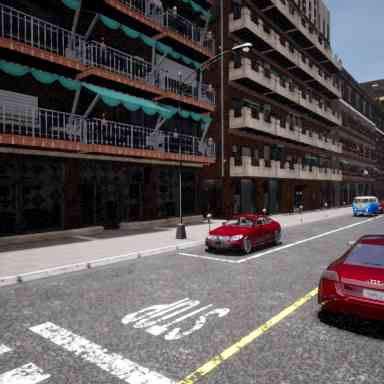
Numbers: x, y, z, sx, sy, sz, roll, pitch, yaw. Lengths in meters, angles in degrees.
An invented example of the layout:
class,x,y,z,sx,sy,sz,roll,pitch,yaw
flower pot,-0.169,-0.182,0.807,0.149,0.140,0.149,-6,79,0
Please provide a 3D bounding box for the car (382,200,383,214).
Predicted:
class,x,y,z,sx,sy,sz,roll,pitch,yaw
car,19.691,1.567,35.374,1.802,1.307,4.206,-1,-1,39

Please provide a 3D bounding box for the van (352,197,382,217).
class,x,y,z,sx,sy,sz,roll,pitch,yaw
van,16.157,1.327,30.947,1.690,1.788,3.998,-1,-1,39

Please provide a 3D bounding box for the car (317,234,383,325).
class,x,y,z,sx,sy,sz,roll,pitch,yaw
car,4.086,1.561,6.722,1.994,1.385,4.181,0,0,39

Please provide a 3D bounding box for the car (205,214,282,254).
class,x,y,z,sx,sy,sz,roll,pitch,yaw
car,2.227,1.573,13.480,1.802,1.307,4.206,-1,-1,39
